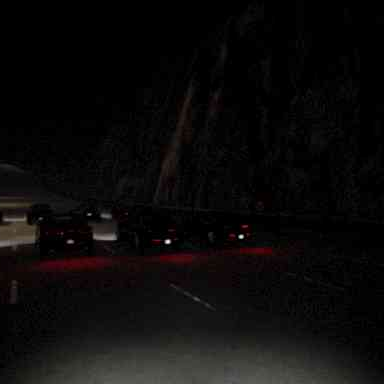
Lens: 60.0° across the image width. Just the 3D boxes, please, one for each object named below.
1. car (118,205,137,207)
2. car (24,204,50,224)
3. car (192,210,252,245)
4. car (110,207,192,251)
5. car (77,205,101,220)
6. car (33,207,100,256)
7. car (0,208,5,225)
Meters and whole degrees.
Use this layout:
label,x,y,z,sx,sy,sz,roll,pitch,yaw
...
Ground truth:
label,x,y,z,sx,sy,sz,roll,pitch,yaw
car,-5.890,1.826,29.722,1.895,1.301,4.718,0,0,-27
car,-12.177,1.690,26.647,1.837,1.490,4.892,0,0,-27
car,1.039,1.688,16.710,1.837,1.490,4.892,0,0,-27
car,-2.050,1.667,15.064,1.837,1.490,4.892,0,0,-27
car,-9.080,1.769,28.277,1.994,1.385,4.181,0,0,-27
car,-5.479,1.620,14.072,1.882,1.535,5.008,0,0,-28
car,-15.449,1.687,25.352,1.812,1.442,4.674,0,0,-27
